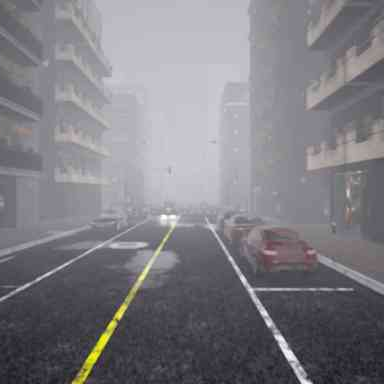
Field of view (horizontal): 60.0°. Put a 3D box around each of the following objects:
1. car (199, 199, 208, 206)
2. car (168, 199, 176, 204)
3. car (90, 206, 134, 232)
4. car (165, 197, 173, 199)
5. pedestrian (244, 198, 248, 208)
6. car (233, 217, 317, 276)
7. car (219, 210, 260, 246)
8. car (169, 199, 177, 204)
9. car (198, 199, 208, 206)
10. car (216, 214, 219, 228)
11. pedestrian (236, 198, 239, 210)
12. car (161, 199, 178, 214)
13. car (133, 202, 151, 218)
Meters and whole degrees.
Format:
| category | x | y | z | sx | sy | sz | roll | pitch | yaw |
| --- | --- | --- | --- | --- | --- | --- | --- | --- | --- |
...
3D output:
| category | x | y | z | sx | sy | sz | roll | pitch | yaw |
| --- | --- | --- | --- | --- | --- | --- | --- | --- | --- |
| car | 2.566 | 2.381 | 76.654 | 2.008 | 1.369 | 4.403 | -1 | -1 | 0 |
| car | -5.313 | 2.472 | 87.618 | 1.752 | 1.417 | 4.829 | -1 | -1 | 0 |
| car | -5.321 | 1.788 | 21.665 | 2.008 | 1.369 | 4.403 | -1 | -1 | 0 |
| car | -5.317 | 2.145 | 76.717 | 2.192 | 1.841 | 5.009 | -1 | -1 | 0 |
| pedestrian | 7.016 | 1.617 | 43.201 | 0.375 | 1.860 | 0.375 | -1 | 0 | 0 |
| car | 2.558 | 1.698 | 10.453 | 1.802 | 1.307 | 4.206 | -1 | -1 | 0 |
| car | 2.558 | 1.722 | 16.118 | 1.887 | 1.381 | 4.507 | -1 | -1 | 0 |
| car | -5.311 | 2.589 | 93.325 | 1.802 | 1.307 | 4.206 | -1 | -1 | 0 |
| car | 2.566 | 2.353 | 71.115 | 1.802 | 1.307 | 4.206 | -1 | -1 | 0 |
| car | 2.559 | 1.805 | 21.781 | 1.947 | 1.339 | 4.313 | -1 | -1 | 0 |
| pedestrian | 6.017 | 1.634 | 44.402 | 0.375 | 1.860 | 0.375 | -1 | 0 | 0 |
| car | -2.748 | 1.946 | 41.604 | 2.128 | 1.511 | 4.902 | 0 | -1 | 0 |
| car | -5.450 | 1.819 | 34.740 | 1.967 | 1.590 | 4.097 | -1 | -1 | 0 |
